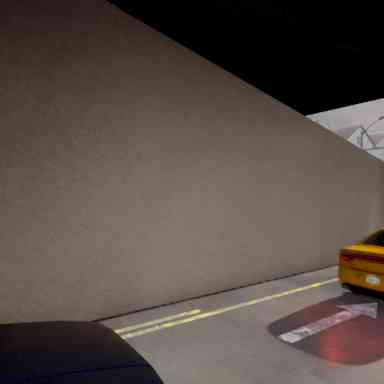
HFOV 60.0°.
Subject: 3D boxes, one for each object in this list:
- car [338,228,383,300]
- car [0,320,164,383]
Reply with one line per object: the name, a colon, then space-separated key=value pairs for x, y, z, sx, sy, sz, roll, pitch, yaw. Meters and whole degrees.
car: x=5.364 y=1.477 z=7.585 sx=5.008 sy=1.535 sz=1.882 roll=0 pitch=0 yaw=-35
car: x=-2.732 y=1.548 z=1.835 sx=5.357 sy=1.411 sz=2.033 roll=0 pitch=0 yaw=-35
